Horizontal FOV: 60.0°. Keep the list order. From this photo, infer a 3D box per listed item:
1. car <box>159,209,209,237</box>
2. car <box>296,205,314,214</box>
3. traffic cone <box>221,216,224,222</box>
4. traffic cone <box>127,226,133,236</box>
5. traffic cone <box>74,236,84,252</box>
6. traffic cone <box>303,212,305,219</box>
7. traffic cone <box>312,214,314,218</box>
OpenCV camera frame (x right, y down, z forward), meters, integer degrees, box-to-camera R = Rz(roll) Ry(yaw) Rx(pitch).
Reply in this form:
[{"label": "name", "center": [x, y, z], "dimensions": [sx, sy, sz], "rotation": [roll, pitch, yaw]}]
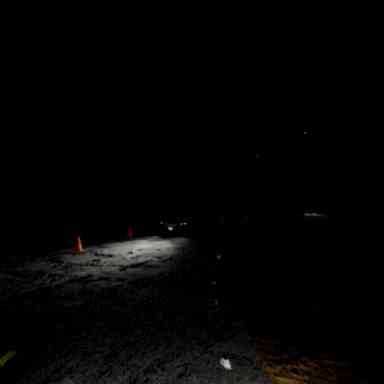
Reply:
[{"label": "car", "center": [-0.378, 1.776, 20.352], "dimensions": [2.128, 1.511, 4.902], "rotation": [0, -1, 19]}, {"label": "car", "center": [23.917, 3.600, 70.277], "dimensions": [2.097, 1.767, 4.553], "rotation": [0, 1, -10]}, {"label": "traffic cone", "center": [3.015, 2.679, 33.018], "dimensions": [0.340, 0.580, 0.340], "rotation": [0, -3, 33]}, {"label": "traffic cone", "center": [-3.469, 2.177, 18.626], "dimensions": [0.340, 0.580, 0.340], "rotation": [0, -1, 15]}, {"label": "traffic cone", "center": [-4.593, 2.092, 13.465], "dimensions": [0.340, 0.580, 0.340], "rotation": [0, -1, 9]}, {"label": "traffic cone", "center": [16.186, 3.578, 48.138], "dimensions": [0.340, 0.580, 0.340], "rotation": [0, -3, 35]}, {"label": "traffic cone", "center": [18.588, 3.798, 52.067], "dimensions": [0.340, 0.580, 0.340], "rotation": [0, -3, 27]}]
